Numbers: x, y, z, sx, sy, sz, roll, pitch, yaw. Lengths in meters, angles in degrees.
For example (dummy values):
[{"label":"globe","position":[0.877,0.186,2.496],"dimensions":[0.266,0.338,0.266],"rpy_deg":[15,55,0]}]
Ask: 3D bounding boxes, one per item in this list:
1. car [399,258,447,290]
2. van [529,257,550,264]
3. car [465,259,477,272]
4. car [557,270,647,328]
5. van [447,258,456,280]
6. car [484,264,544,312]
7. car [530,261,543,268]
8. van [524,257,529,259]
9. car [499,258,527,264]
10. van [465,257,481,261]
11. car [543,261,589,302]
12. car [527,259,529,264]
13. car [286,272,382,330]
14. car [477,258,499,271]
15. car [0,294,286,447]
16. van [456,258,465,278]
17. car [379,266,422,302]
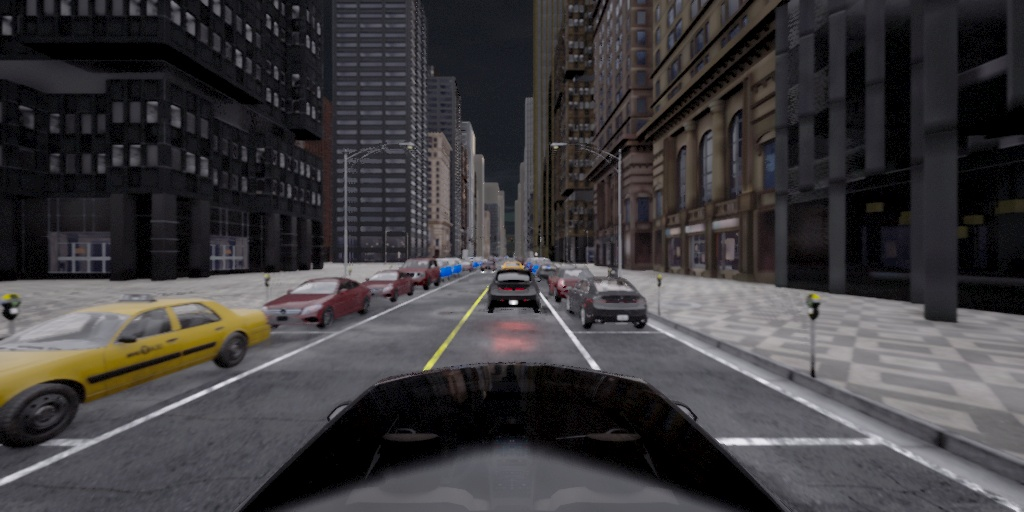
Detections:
[{"label":"car","position":[-5.772,1.063,22.460],"dimensions":[2.192,1.841,5.009],"rpy_deg":[0,0,0]},{"label":"van","position":[2.748,1.090,33.829],"dimensions":[1.690,1.789,3.998],"rpy_deg":[0,0,0]},{"label":"car","position":[-5.782,1.333,45.170],"dimensions":[1.802,1.307,4.207],"rpy_deg":[0,0,0]},{"label":"car","position":[2.758,1.299,11.117],"dimensions":[2.007,1.370,4.403],"rpy_deg":[0,0,0]},{"label":"van","position":[-5.775,1.089,28.138],"dimensions":[1.690,1.789,3.998],"rpy_deg":[0,0,0]},{"label":"car","position":[0.067,1.255,14.167],"dimensions":[1.837,1.490,4.892],"rpy_deg":[0,0,0]},{"label":"car","position":[2.750,1.299,28.151],"dimensions":[2.007,1.370,4.403],"rpy_deg":[0,0,0]},{"label":"van","position":[2.743,1.092,45.183],"dimensions":[1.690,1.789,3.998],"rpy_deg":[0,0,0]},{"label":"car","position":[0.066,1.226,30.558],"dimensions":[1.882,1.535,5.008],"rpy_deg":[0,0,0]},{"label":"van","position":[-5.785,1.094,50.847],"dimensions":[1.690,1.789,3.998],"rpy_deg":[0,0,0]},{"label":"car","position":[2.755,1.188,16.795],"dimensions":[1.967,1.591,4.097],"rpy_deg":[0,0,0]},{"label":"car","position":[2.745,1.295,39.506],"dimensions":[1.888,1.381,4.507],"rpy_deg":[0,0,0]},{"label":"car","position":[-5.767,1.331,11.106],"dimensions":[1.802,1.307,4.207],"rpy_deg":[0,0,0]},{"label":"car","position":[-3.107,1.316,47.674],"dimensions":[1.994,1.385,4.181],"rpy_deg":[0,0,0]},{"label":"car","position":[-5.765,1.275,5.258],"dimensions":[1.751,1.417,4.829],"rpy_deg":[0,0,0]},{"label":"van","position":[-5.777,1.090,33.815],"dimensions":[1.690,1.789,3.998],"rpy_deg":[0,0,0]},{"label":"car","position":[-5.770,1.331,16.783],"dimensions":[1.802,1.307,4.207],"rpy_deg":[0,0,0]}]
